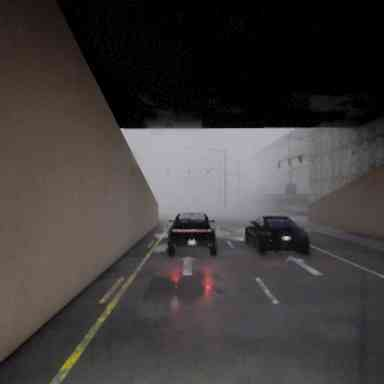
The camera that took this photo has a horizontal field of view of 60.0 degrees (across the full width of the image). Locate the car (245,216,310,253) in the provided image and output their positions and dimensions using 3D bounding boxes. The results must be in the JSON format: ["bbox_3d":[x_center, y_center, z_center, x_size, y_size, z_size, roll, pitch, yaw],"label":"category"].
[{"bbox_3d":[3.497,1.699,14.313,1.994,1.385,4.181,0,-1,0],"label":"car"}]

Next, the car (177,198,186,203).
[{"bbox_3d":[-2.687,2.142,84.348,2.033,1.411,5.357,0,-1,1],"label":"car"}]

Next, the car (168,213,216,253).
[{"bbox_3d":[0.000,1.627,14.327,2.128,1.511,4.902,0,0,0],"label":"car"}]

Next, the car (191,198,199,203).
[{"bbox_3d":[0.812,2.141,84.262,2.033,1.411,5.357,0,-1,1],"label":"car"}]

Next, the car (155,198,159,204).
[{"bbox_3d":[-9.636,2.347,86.506,2.033,1.411,5.357,0,-1,1],"label":"car"}]
